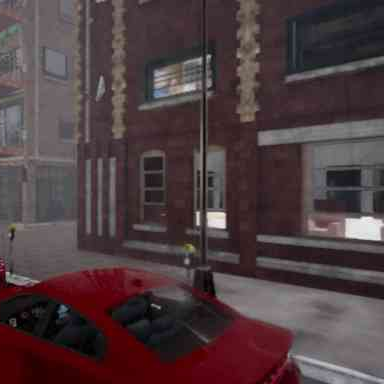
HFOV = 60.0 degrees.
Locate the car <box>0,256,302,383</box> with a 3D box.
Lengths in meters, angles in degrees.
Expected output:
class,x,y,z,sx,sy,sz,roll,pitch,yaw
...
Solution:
class,x,y,z,sx,sy,sz,roll,pitch,yaw
car,-1.147,1.547,3.687,4.507,1.381,1.887,0,0,36
